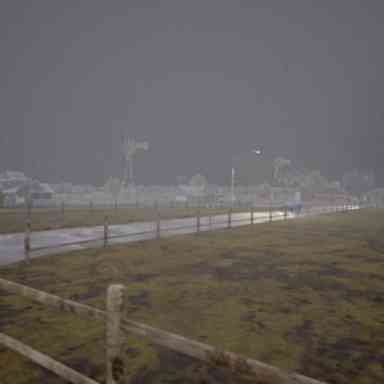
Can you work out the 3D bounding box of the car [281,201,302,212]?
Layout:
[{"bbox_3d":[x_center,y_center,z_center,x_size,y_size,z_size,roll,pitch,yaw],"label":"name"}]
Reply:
[{"bbox_3d":[14.783,2.112,49.354,1.882,1.535,5.008,2,0,36],"label":"car"}]
